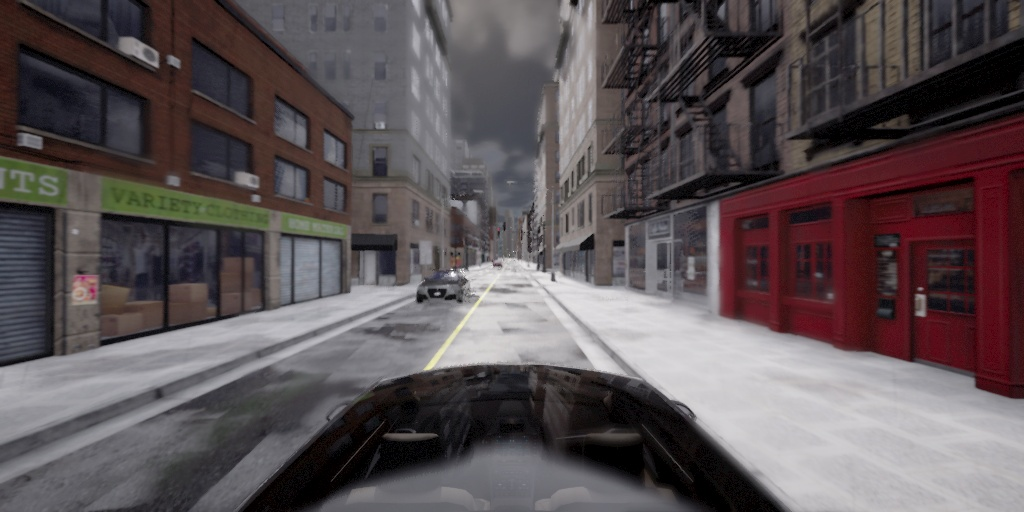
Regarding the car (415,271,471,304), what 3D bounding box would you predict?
[{"bbox_3d":[-3.090,1.380,16.790,1.994,1.385,4.181,0,0,0],"label":"car"}]
